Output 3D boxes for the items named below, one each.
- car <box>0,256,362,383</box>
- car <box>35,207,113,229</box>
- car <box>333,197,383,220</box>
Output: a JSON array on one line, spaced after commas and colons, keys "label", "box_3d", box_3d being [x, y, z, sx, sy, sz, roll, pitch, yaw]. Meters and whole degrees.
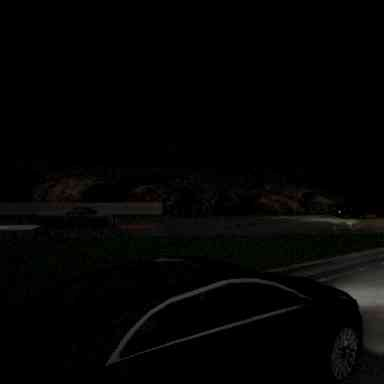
[{"label": "car", "box_3d": [0.104, 1.511, 3.726, 4.902, 1.511, 2.128, 1, 0, -39]}, {"label": "car", "box_3d": [-7.735, 1.672, 22.060, 4.718, 1.301, 1.895, 0, 0, -9]}, {"label": "car", "box_3d": [16.135, 1.500, 31.754, 5.566, 2.045, 2.150, 0, 0, -24]}]
